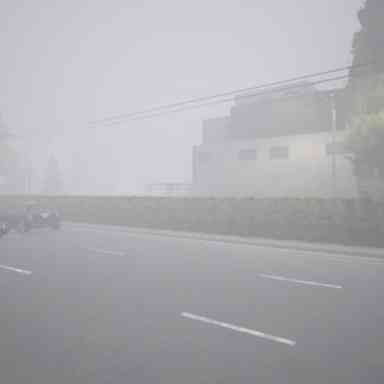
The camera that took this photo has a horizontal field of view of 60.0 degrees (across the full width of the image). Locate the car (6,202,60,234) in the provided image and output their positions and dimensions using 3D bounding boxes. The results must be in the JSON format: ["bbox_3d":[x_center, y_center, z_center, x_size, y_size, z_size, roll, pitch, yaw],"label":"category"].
[{"bbox_3d":[-9.837,1.361,19.604,4.553,1.767,2.097,0,0,36],"label":"car"}]

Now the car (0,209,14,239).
[{"bbox_3d":[-10.813,1.609,16.002,4.718,1.301,1.895,0,0,36],"label":"car"}]
